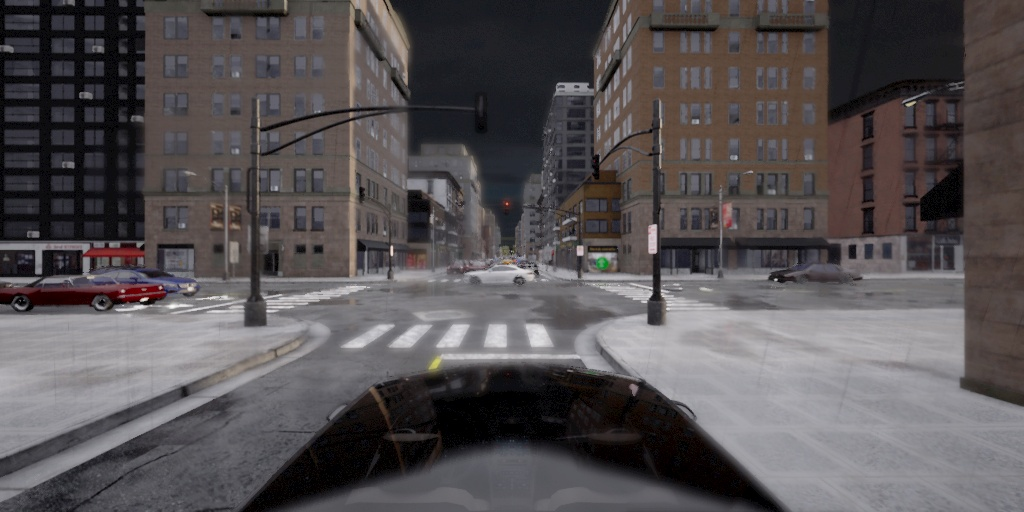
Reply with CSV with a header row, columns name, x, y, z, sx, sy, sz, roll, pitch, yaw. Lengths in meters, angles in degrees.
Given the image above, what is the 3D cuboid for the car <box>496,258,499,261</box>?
name,x,y,z,sx,sy,sz,roll,pitch,yaw
car,-3.576,1.402,57.555,1.895,1.301,4.718,0,0,0

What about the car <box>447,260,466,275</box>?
name,x,y,z,sx,sy,sz,roll,pitch,yaw
car,-6.000,1.214,39.629,1.967,1.591,4.097,0,0,0

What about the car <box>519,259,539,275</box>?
name,x,y,z,sx,sy,sz,roll,pitch,yaw
car,2.025,1.340,39.685,1.948,1.339,4.313,0,0,0

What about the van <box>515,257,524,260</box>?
name,x,y,z,sx,sy,sz,roll,pitch,yaw
van,1.869,1.149,61.727,1.690,1.789,3.998,0,0,0

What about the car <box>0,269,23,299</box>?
name,x,y,z,sx,sy,sz,roll,pitch,yaw
car,-27.462,1.390,17.098,5.357,1.411,2.033,0,0,-1

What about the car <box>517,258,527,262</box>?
name,x,y,z,sx,sy,sz,roll,pitch,yaw
car,1.947,1.371,50.707,1.802,1.307,4.207,0,0,0

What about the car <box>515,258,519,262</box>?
name,x,y,z,sx,sy,sz,roll,pitch,yaw
car,1.908,1.364,56.217,1.948,1.339,4.313,0,0,0

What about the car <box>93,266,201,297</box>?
name,x,y,z,sx,sy,sz,roll,pitch,yaw
car,-17.736,1.330,17.211,4.674,1.442,1.812,0,0,1

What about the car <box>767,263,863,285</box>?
name,x,y,z,sx,sy,sz,roll,pitch,yaw
car,20.575,1.209,24.385,5.357,1.411,2.033,0,0,-1

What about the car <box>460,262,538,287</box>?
name,x,y,z,sx,sy,sz,roll,pitch,yaw
car,-0.856,1.282,24.123,4.674,1.442,1.812,0,0,-1

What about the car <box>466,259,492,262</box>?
name,x,y,z,sx,sy,sz,roll,pitch,yaw
car,-3.450,1.250,37.822,1.882,1.535,5.008,0,0,0

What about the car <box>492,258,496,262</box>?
name,x,y,z,sx,sy,sz,roll,pitch,yaw
car,-3.515,1.289,47.415,1.837,1.490,4.892,0,0,0

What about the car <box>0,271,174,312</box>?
name,x,y,z,sx,sy,sz,roll,pitch,yaw
car,-16.565,1.396,13.982,4.718,1.301,1.895,0,0,-1

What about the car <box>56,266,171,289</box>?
name,x,y,z,sx,sy,sz,roll,pitch,yaw
car,-26.293,1.395,23.816,5.357,1.411,2.033,0,0,-1
